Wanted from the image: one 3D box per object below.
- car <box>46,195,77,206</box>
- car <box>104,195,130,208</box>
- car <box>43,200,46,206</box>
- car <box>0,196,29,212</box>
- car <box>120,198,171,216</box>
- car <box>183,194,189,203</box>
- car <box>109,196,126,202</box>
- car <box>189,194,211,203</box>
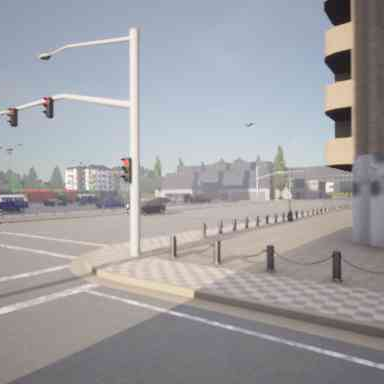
[{"bbox_3d":[-26.476,1.553,67.464,1.932,1.855,4.605,0,0,36],"label":"car"},{"bbox_3d":[-12.710,1.696,57.663,1.970,1.475,3.806,0,0,36],"label":"car"},{"bbox_3d":[-28.788,1.780,69.208,1.784,1.438,3.905,0,0,36],"label":"car"},{"bbox_3d":[-26.215,1.734,48.778,1.970,1.475,3.806,0,0,36],"label":"car"},{"bbox_3d":[-4.777,1.666,34.865,1.882,1.535,5.008,0,0,36],"label":"car"},{"bbox_3d":[-0.309,1.436,70.257,1.905,1.878,3.866,0,0,36],"label":"car"},{"bbox_3d":[-18.597,1.807,83.394,1.970,1.475,3.806,0,0,36],"label":"car"},{"bbox_3d":[2.008,1.416,68.522,1.932,1.855,4.605,0,0,36],"label":"car"}]
